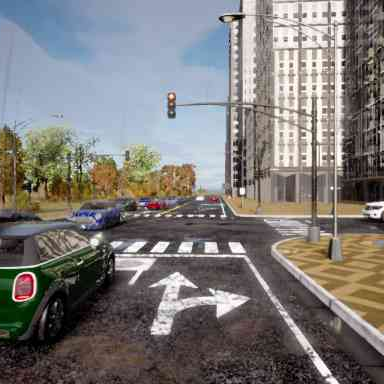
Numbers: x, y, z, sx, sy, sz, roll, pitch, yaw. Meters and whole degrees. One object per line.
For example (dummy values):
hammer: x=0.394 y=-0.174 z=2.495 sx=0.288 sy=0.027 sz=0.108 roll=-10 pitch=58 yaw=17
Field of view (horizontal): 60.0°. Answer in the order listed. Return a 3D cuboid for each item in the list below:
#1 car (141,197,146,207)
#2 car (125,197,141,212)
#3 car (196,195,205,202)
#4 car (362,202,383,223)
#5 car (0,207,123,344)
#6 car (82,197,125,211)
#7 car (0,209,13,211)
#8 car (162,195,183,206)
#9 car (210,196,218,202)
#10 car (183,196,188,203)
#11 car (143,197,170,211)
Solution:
car: x=-6.956 y=1.518 z=49.625 sx=1.812 sy=1.442 sz=4.674 roll=0 pitch=0 yaw=4
car: x=-7.833 y=1.343 z=38.547 sx=2.097 sy=1.767 sz=4.553 roll=0 pitch=0 yaw=5
car: x=1.982 y=1.532 z=79.024 sx=1.812 sy=1.442 sz=4.674 roll=0 pitch=0 yaw=5
car: x=14.821 y=1.059 z=22.846 sx=5.566 sy=2.045 sz=2.150 roll=0 pitch=0 yaw=5
car: x=-3.007 y=1.351 z=6.592 sx=2.097 sy=1.767 sz=4.553 roll=0 pitch=0 yaw=1
car: x=-5.902 y=1.338 z=20.468 sx=2.097 sy=1.767 sz=4.553 roll=0 pitch=0 yaw=3
car: x=-9.348 y=1.560 z=16.872 sx=1.994 sy=1.385 sz=4.181 roll=0 pitch=0 yaw=3
car: x=-3.206 y=1.348 z=55.637 sx=2.097 sy=1.767 sz=4.553 roll=0 pitch=0 yaw=5
car: x=5.216 y=1.561 z=78.702 sx=1.994 sy=1.385 sz=4.181 roll=0 pitch=0 yaw=5
car: x=-1.932 y=1.546 z=70.745 sx=1.994 sy=1.385 sz=4.181 roll=0 pitch=0 yaw=5
car: x=-4.338 y=1.592 z=41.537 sx=1.895 sy=1.301 sz=4.718 roll=0 pitch=0 yaw=5
